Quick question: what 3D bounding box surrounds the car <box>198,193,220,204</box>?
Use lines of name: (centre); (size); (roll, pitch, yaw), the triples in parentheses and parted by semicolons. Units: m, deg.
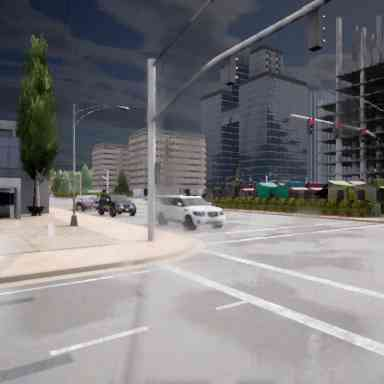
car: (3.240, 1.156, 62.439); (3.866, 1.878, 1.905); (0, 0, -34)

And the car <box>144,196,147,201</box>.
car: (-9.384, 1.153, 81.086); (4.605, 1.855, 1.932); (0, 0, -34)

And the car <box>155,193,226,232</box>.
car: (-0.255, 1.222, 20.787); (2.150, 2.045, 5.566); (0, 0, -33)

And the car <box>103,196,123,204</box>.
car: (-15.330, 1.547, 64.133); (2.033, 1.411, 5.357); (0, 0, -34)

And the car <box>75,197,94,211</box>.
car: (-12.797, 1.526, 40.354); (1.812, 1.442, 4.674); (0, 0, -32)

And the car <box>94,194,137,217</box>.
car: (-7.198, 1.222, 31.611); (2.150, 2.045, 5.566); (0, 0, -33)

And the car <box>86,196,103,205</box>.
car: (-18.287, 1.564, 62.235); (1.994, 1.385, 4.181); (0, 0, -33)
